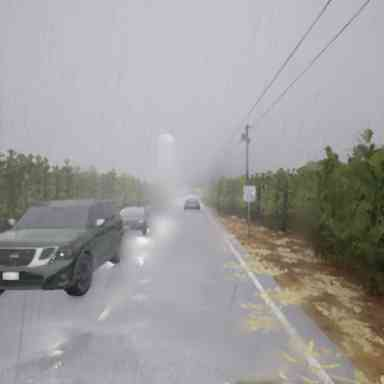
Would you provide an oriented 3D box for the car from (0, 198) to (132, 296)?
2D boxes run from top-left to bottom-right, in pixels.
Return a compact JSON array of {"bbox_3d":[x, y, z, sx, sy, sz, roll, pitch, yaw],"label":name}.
[{"bbox_3d":[-3.327,1.218,8.990,2.150,2.045,5.566,0,0,1],"label":"car"}]

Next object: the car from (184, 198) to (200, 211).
[{"bbox_3d":[0.007,1.545,40.873,1.994,1.385,4.181,0,0,0],"label":"car"}]

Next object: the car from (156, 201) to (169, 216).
[{"bbox_3d":[-3.283,1.586,32.165,1.895,1.301,4.718,0,0,0],"label":"car"}]

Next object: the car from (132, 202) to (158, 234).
[{"bbox_3d":[-3.289,1.517,19.197,1.812,1.442,4.674,0,0,0],"label":"car"}]

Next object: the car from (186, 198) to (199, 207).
[{"bbox_3d":[0.009,1.577,50.987,1.895,1.301,4.718,0,0,0],"label":"car"}]
